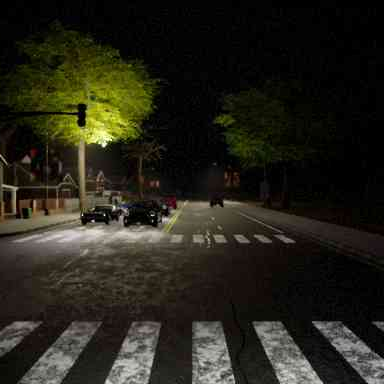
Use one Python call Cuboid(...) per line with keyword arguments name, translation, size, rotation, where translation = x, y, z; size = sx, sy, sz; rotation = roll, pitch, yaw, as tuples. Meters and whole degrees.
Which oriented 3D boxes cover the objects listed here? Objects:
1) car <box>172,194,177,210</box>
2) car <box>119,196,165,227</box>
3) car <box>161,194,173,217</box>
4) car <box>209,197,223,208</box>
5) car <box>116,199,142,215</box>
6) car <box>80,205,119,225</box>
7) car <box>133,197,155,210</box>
Cuboid(name="car", translation=(-3.125, 1.217, 43.644), size=(2.150, 2.045, 5.566), rotation=(0, 0, 0))
Cuboid(name="car", translation=(-3.235, 1.345, 22.542), size=(2.097, 1.767, 4.553), rotation=(0, 0, 0))
Cuboid(name="car", translation=(-3.190, 1.344, 31.400), size=(2.097, 1.767, 4.553), rotation=(0, 0, 0))
Cuboid(name="car", translation=(3.595, 1.500, 49.428), size=(1.837, 1.490, 4.892), rotation=(0, 0, 0))
Cuboid(name="car", translation=(-6.415, 1.518, 34.211), size=(1.812, 1.442, 4.674), rotation=(0, 0, 0))
Cuboid(name="car", translation=(-6.476, 1.594, 24.040), size=(1.895, 1.301, 4.718), rotation=(0, 0, 0))
Cuboid(name="car", translation=(-6.364, 1.485, 44.652), size=(2.128, 1.511, 4.902), rotation=(0, 0, 1))
